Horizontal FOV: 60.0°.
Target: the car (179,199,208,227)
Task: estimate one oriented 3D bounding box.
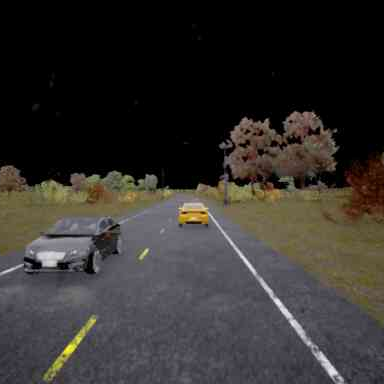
[{"bbox_3d":[0.110,1.498,23.293,1.882,1.535,5.008,0,0,0],"label":"car"}]

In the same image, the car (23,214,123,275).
[{"bbox_3d":[-3.497,1.504,10.625,2.128,1.511,4.902,0,0,0],"label":"car"}]

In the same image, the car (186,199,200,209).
[{"bbox_3d":[0.121,1.642,46.270,1.895,1.301,4.718,0,0,0],"label":"car"}]
